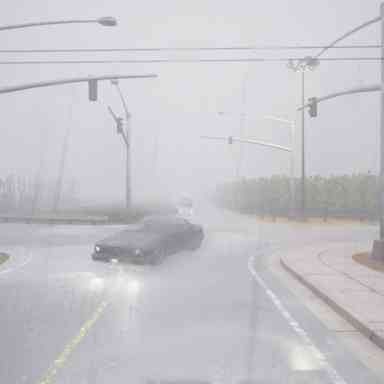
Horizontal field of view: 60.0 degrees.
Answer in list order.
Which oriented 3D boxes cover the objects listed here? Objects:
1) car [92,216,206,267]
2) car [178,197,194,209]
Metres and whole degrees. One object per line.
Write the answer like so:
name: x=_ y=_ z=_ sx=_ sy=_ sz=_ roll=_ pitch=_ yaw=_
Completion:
car: x=-1.161 y=1.591 z=11.878 sx=2.033 sy=1.411 sz=5.357 roll=0 pitch=-1 yaw=23
car: x=-0.876 y=1.469 z=46.671 sx=1.837 sy=1.490 sz=4.892 roll=0 pitch=1 yaw=-3
